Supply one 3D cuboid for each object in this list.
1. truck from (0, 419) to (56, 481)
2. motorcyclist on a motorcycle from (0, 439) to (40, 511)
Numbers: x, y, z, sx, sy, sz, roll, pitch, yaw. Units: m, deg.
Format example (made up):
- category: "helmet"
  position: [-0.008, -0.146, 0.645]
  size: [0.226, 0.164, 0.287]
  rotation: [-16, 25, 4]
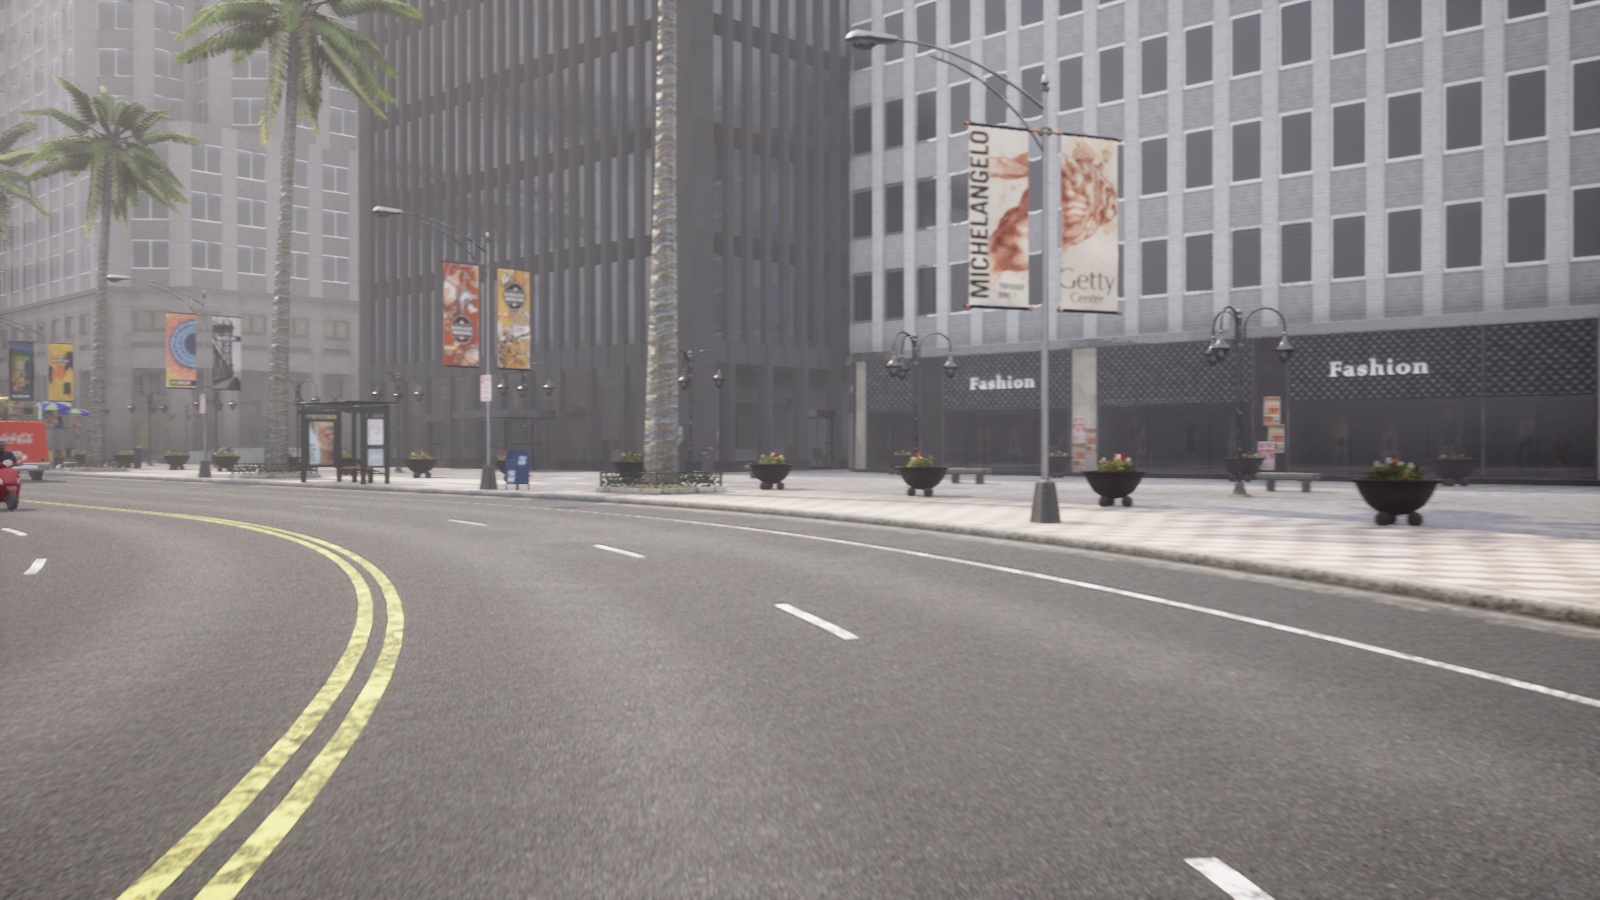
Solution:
- category: "truck"
  position: [-33.289, -0.023, 52.236]
  size: [5.204, 2.467, 2.627]
  rotation: [0, 0, 43]
- category: "motorcyclist on a motorcycle"
  position: [-18.101, 0.545, 28.607]
  size: [1.817, 1.590, 0.866]
  rotation: [0, 1, 43]
